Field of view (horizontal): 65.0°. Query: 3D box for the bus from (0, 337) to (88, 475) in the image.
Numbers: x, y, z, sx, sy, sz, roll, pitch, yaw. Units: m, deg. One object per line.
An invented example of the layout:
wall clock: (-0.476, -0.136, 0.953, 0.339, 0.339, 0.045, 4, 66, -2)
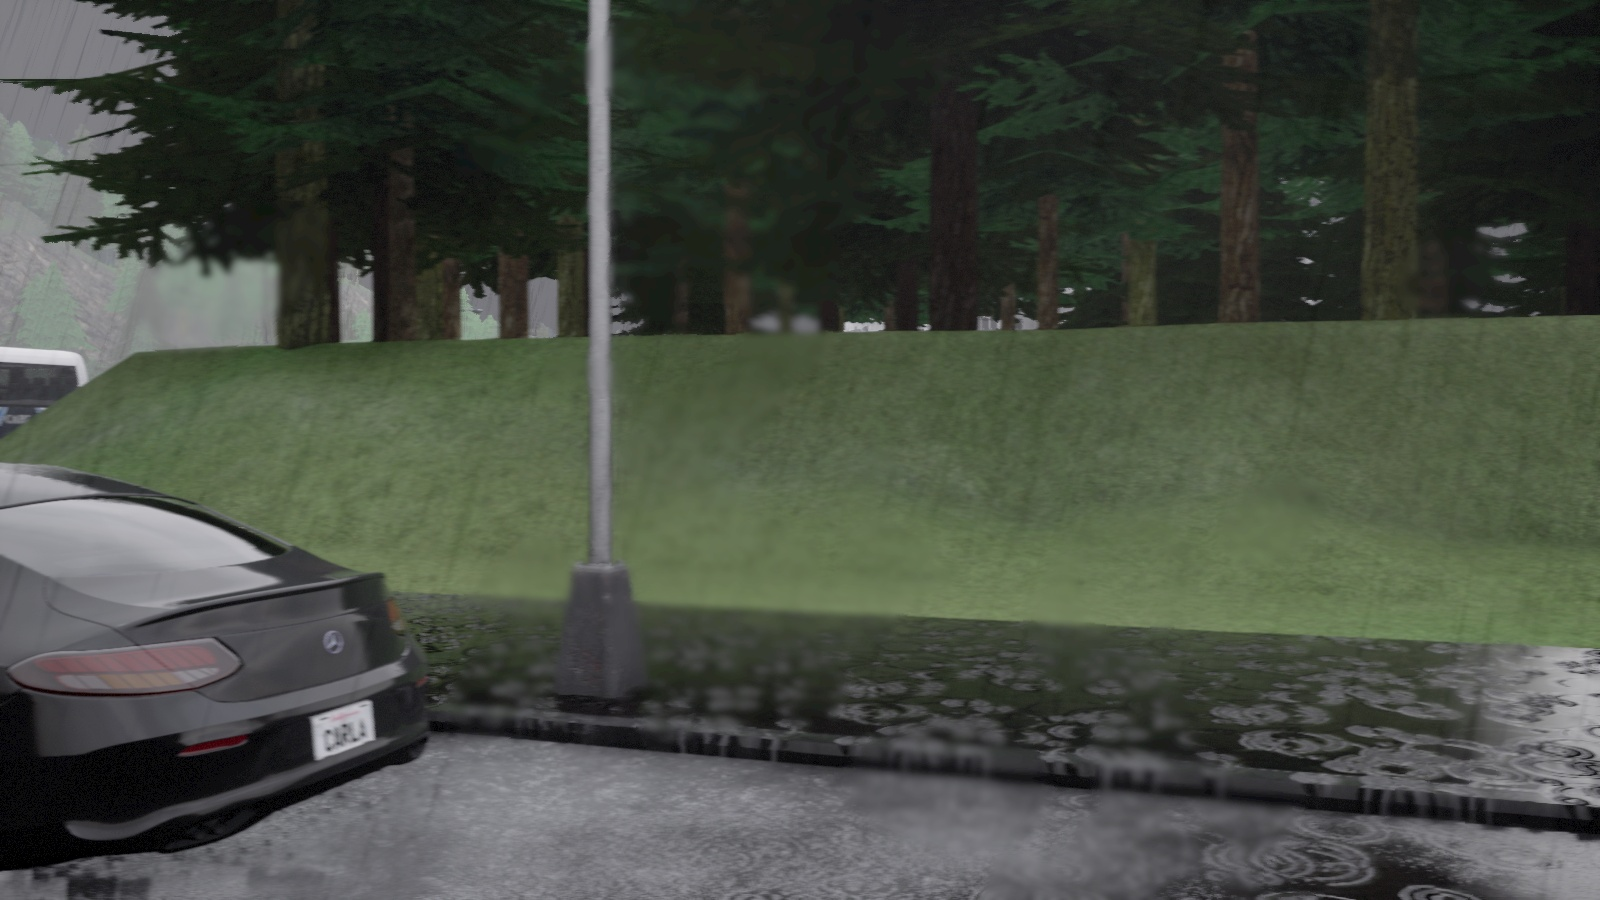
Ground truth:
bus: (-27.114, -1.354, 37.387, 3.944, 4.253, 10.273, 1, 1, 19)

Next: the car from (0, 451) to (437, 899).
car: (-4.001, 0.740, 5.066, 4.674, 1.442, 1.812, 1, 1, 19)
